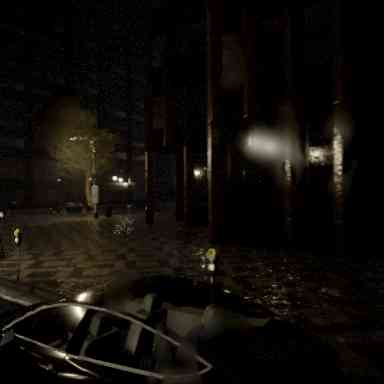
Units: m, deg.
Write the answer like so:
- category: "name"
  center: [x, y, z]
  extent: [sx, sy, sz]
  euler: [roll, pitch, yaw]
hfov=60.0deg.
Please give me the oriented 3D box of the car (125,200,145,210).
- category: "car"
  center: [-7.915, 1.890, 50.160]
  extent: [1.812, 1.442, 4.674]
  euler: [-1, 0, 35]

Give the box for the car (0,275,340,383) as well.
- category: "car"
  center: [-0.741, 1.598, 3.487]
  extent: [4.313, 1.339, 1.947]
  euler: [-1, 0, 35]

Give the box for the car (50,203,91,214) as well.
- category: "car"
  center: [-14.761, 1.990, 40.517]
  extent: [1.895, 1.301, 4.718]
  euler: [-1, 0, 35]

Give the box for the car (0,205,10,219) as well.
- category: "car"
  center: [-20.492, 1.915, 32.436]
  extent: [1.837, 1.490, 4.892]
  euler: [-1, 0, 35]
